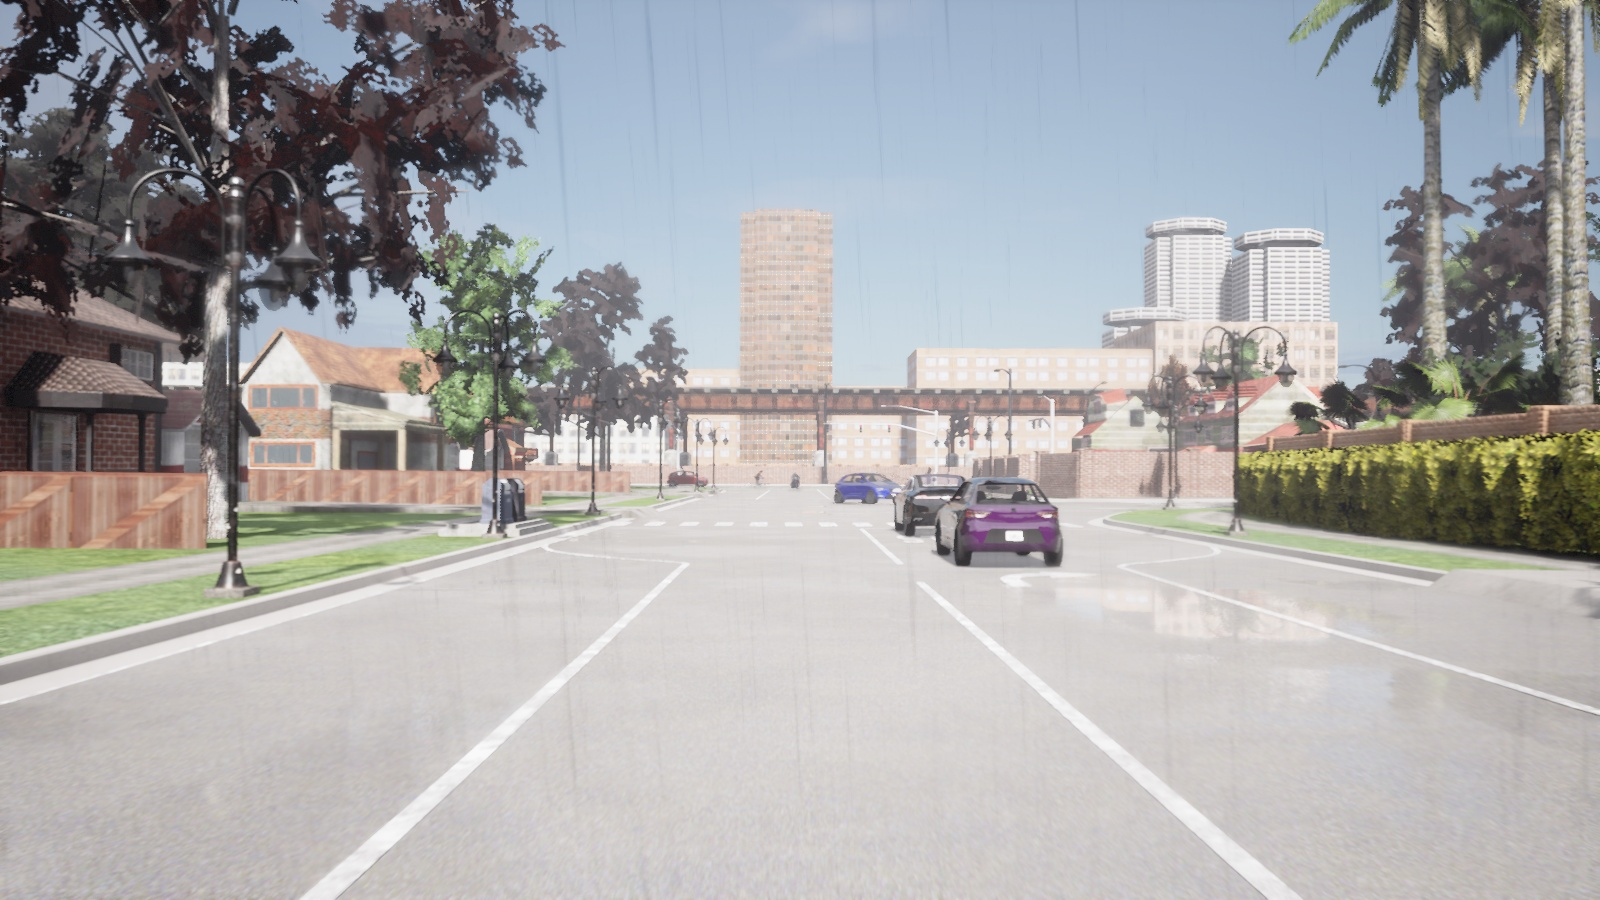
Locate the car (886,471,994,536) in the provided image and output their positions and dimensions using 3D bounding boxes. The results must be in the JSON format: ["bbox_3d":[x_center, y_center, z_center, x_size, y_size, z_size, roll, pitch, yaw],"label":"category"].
[{"bbox_3d":[3.422,1.287,31.647,2.128,1.511,4.902,0,-1,0],"label":"car"}]

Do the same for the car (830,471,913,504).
[{"bbox_3d":[3.336,1.780,58.997,1.816,1.474,4.193,0,-2,-31],"label":"car"}]

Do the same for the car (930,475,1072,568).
[{"bbox_3d":[3.445,1.187,22.259,1.816,1.474,4.193,0,-1,0],"label":"car"}]
